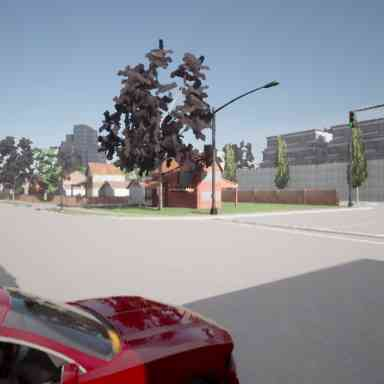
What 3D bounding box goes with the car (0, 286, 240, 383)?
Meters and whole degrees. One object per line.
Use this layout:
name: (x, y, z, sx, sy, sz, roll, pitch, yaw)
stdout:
car: (-1.850, 1.471, 2.421, 5.008, 1.535, 1.882, 0, 0, -35)
